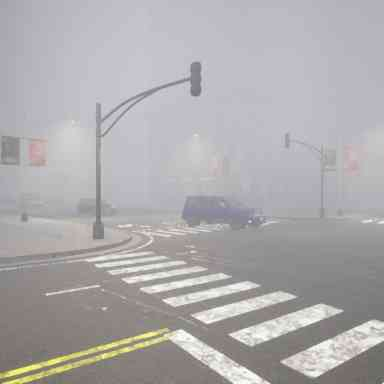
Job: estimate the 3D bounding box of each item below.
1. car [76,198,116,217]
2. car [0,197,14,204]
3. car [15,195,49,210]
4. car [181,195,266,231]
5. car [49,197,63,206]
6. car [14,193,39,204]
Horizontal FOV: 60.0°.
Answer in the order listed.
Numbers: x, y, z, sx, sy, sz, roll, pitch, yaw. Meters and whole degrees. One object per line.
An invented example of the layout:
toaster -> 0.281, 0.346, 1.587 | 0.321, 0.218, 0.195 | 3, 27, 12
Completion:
car -> -9.097, 1.339, 31.398 | 4.553, 1.767, 2.097 | 0, 0, 45
car -> -33.703, 1.531, 60.944 | 1.994, 1.385, 4.181 | 0, 0, -45
car -> -20.874, 1.456, 43.224 | 1.882, 1.535, 5.008 | 0, 0, -45
car -> 1.852, 1.217, 20.963 | 5.566, 2.045, 2.150 | 0, 0, 39
car -> -23.097, 1.545, 54.929 | 4.181, 1.385, 1.994 | 0, 0, 44
car -> -26.122, 1.197, 53.350 | 5.566, 2.045, 2.150 | 0, 0, 45
